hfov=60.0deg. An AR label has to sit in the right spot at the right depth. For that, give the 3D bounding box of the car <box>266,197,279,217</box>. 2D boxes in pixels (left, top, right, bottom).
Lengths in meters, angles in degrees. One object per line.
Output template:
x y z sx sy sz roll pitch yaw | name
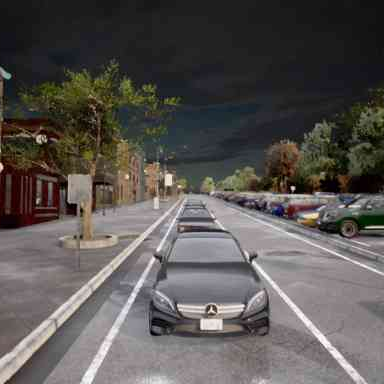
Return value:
9.215 1.457 28.224 5.008 1.535 2.097 0 0 0 | car

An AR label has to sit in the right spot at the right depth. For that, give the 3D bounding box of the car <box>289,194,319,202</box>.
21.880 1.202 65.155 5.366 1.575 1.946 0 1 0 | car

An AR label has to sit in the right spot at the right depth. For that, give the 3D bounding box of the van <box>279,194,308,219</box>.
9.355 1.235 25.421 4.442 1.987 1.878 0 0 0 | van

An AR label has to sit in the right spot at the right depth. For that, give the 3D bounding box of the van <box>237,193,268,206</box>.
9.194 1.109 50.658 4.442 1.987 1.878 0 1 0 | van

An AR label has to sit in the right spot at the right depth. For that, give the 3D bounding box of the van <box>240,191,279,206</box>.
9.230 1.159 45.053 4.442 1.987 1.878 0 0 0 | van

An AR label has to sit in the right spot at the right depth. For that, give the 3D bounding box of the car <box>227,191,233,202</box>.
9.055 1.133 59.067 4.553 1.767 2.185 0 1 0 | car

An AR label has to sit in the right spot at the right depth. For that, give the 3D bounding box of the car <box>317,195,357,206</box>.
22.340 1.327 51.279 5.366 1.575 1.946 0 1 0 | car

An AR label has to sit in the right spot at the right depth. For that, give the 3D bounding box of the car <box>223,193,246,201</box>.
8.921 1.032 70.279 4.553 1.767 2.185 0 1 0 | car

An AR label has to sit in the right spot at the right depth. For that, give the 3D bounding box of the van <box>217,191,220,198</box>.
8.782 0.856 78.688 4.442 1.987 1.878 0 1 0 | van

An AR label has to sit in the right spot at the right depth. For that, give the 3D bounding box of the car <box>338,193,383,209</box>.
22.178 1.149 42.949 5.566 2.045 2.435 0 0 0 | car

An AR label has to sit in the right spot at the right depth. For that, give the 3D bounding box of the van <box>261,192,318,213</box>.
9.086 1.227 31.030 4.442 1.987 1.878 0 0 0 | van

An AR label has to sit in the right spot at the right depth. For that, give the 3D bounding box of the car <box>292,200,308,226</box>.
9.089 1.464 19.813 5.366 1.575 1.946 0 0 0 | car

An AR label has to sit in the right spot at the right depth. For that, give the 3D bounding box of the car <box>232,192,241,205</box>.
9.068 1.108 47.853 5.566 2.045 2.435 0 1 0 | car

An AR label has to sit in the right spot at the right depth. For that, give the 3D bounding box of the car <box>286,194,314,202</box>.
22.053 1.181 67.933 4.892 1.521 2.231 0 1 0 | car

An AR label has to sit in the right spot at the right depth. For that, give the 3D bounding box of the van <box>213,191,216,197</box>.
8.711 0.755 89.900 4.442 1.987 1.878 0 1 0 | van

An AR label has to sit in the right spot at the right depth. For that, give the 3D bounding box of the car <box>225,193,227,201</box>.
9.004 1.274 61.872 4.674 1.452 2.002 0 1 0 | car

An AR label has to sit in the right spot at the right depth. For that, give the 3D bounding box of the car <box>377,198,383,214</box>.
22.444 1.440 34.622 5.366 1.575 1.946 0 0 0 | car

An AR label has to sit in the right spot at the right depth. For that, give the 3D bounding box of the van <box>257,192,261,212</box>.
9.302 1.219 33.833 4.442 1.987 1.878 0 0 0 | van

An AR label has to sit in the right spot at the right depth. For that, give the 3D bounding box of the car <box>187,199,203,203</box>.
0.241 1.439 29.838 2.128 1.511 4.902 0 0 0 | car

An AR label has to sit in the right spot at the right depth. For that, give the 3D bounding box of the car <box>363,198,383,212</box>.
22.213 1.465 37.393 4.792 1.488 2.163 0 0 0 | car

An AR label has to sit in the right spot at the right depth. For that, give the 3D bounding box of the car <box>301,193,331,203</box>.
22.132 1.130 59.605 4.553 1.767 2.185 0 1 0 | car

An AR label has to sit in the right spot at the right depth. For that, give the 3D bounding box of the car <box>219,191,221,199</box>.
8.942 0.932 67.475 5.566 2.045 2.435 0 1 0 | car

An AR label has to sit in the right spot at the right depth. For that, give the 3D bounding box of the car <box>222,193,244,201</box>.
8.903 1.007 73.083 4.553 1.767 2.185 0 1 0 | car

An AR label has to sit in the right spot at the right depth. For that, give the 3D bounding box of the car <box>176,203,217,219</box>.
0.206 1.530 17.391 2.033 1.411 5.357 0 0 0 | car

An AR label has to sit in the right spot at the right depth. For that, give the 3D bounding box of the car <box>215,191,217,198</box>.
8.876 1.057 81.493 5.008 1.535 2.097 0 1 0 | car

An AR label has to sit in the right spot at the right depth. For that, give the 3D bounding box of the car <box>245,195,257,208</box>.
9.147 1.462 39.444 4.674 1.452 2.002 0 0 0 | car

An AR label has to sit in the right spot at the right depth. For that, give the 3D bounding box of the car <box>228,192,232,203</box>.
9.036 1.285 56.266 4.892 1.521 2.231 0 1 0 | car

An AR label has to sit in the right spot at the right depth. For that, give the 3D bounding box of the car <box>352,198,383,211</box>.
22.253 1.448 40.176 4.792 1.488 2.163 0 0 0 | car

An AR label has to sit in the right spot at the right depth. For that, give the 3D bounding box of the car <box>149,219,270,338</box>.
0.258 1.523 6.812 1.812 1.442 4.674 0 0 0 | car

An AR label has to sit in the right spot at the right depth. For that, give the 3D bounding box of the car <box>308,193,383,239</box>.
9.264 1.219 17.010 5.566 2.045 2.435 0 0 0 | car

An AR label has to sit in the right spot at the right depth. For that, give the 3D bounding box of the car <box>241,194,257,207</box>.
9.138 1.404 42.247 4.892 1.521 2.231 0 0 0 | car

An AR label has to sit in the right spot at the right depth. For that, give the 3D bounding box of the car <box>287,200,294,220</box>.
9.259 1.504 22.618 4.674 1.452 2.002 0 0 0 | car

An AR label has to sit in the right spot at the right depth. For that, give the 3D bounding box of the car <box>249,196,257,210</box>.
9.196 1.466 36.636 4.792 1.488 2.163 0 0 0 | car

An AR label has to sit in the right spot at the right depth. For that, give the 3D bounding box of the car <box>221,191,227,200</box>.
8.960 0.957 64.672 5.566 2.045 2.435 0 1 0 | car
